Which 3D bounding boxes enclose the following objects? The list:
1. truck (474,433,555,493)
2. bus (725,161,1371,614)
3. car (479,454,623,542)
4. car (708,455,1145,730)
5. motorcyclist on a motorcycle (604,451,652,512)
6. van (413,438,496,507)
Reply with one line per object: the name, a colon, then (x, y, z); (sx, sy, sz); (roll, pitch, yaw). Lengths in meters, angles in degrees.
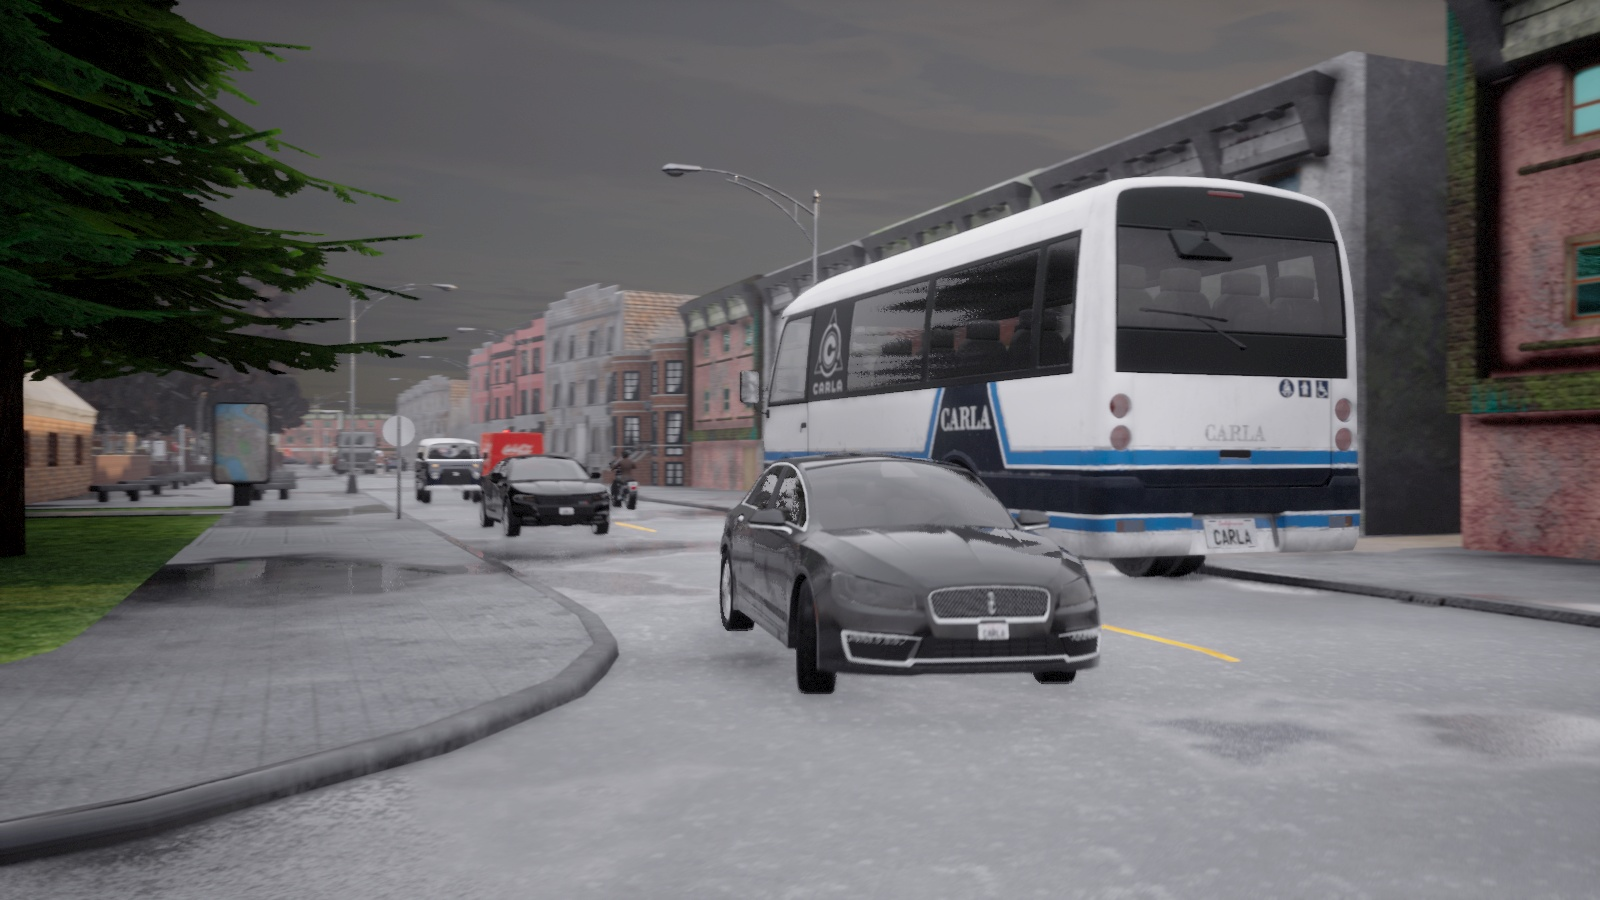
truck: (-12.355, 0.539, 54.128); (2.627, 2.467, 5.204); (0, 0, -22)
bus: (2.347, -0.569, 17.303); (3.944, 4.253, 10.273); (0, 0, -20)
car: (-4.974, 0.846, 24.540); (1.882, 1.535, 5.008); (0, 0, -22)
car: (0.566, 0.788, 9.390); (1.837, 1.490, 4.892); (0, 0, -12)
motorcyclist on a motorcycle: (-4.818, 0.863, 35.040); (0.766, 1.649, 2.350); (0, 0, -22)
van: (-10.993, 0.679, 39.789); (2.069, 2.038, 4.480); (0, 0, -22)
